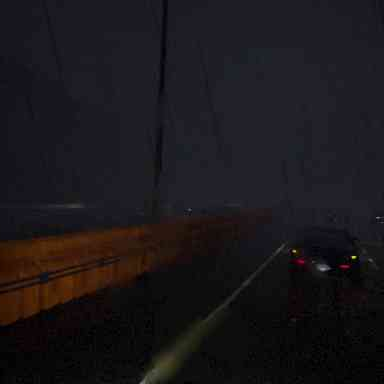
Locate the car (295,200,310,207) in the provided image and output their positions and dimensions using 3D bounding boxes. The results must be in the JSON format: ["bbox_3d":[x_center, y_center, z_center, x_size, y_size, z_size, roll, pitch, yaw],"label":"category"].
[{"bbox_3d":[23.881,3.044,69.249,1.994,1.385,4.181,2,-1,43],"label":"car"}]

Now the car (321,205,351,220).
[{"bbox_3d":[13.635,2.295,30.960,2.128,1.511,4.902,2,0,29],"label":"car"}]

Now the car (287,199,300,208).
[{"bbox_3d":[22.220,2.581,72.567,2.150,2.045,5.566,2,-1,43],"label":"car"}]

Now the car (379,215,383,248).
[{"bbox_3d":[9.566,2.015,14.356,1.837,1.490,4.892,2,-1,23],"label":"car"}]

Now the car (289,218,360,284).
[{"bbox_3d":[4.204,1.781,10.562,1.812,1.442,4.674,2,0,23],"label":"car"}]

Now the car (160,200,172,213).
[{"bbox_3d":[-2.045,1.704,39.093,1.837,1.490,4.892,2,-1,29],"label":"car"}]

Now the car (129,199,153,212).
[{"bbox_3d":[-5.544,1.534,39.966,1.882,1.535,5.008,2,-1,28],"label":"car"}]

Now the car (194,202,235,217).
[{"bbox_3d":[2.619,1.900,33.080,2.033,1.411,5.357,2,0,27],"label":"car"}]

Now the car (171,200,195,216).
[{"bbox_3d":[0.052,1.788,35.634,1.812,1.442,4.674,2,-1,28],"label":"car"}]

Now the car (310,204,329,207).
[{"bbox_3d":[26.396,3.112,66.815,2.128,1.511,4.902,2,-1,43],"label":"car"}]

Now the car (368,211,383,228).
[{"bbox_3d":[16.888,2.423,29.628,2.128,1.511,4.902,2,0,29],"label":"car"}]

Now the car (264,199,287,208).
[{"bbox_3d":[18.010,2.493,73.168,2.150,2.045,5.566,2,-1,41],"label":"car"}]
